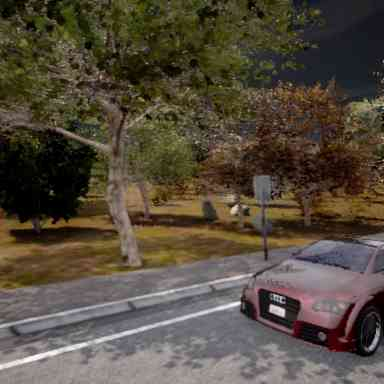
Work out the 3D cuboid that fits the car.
[{"bbox_3d":[2.872,1.553,6.040,4.181,1.385,1.994,0,0,-35],"label":"car"}]
